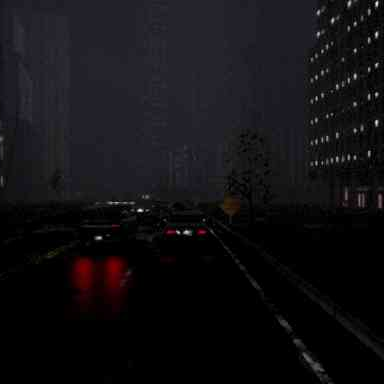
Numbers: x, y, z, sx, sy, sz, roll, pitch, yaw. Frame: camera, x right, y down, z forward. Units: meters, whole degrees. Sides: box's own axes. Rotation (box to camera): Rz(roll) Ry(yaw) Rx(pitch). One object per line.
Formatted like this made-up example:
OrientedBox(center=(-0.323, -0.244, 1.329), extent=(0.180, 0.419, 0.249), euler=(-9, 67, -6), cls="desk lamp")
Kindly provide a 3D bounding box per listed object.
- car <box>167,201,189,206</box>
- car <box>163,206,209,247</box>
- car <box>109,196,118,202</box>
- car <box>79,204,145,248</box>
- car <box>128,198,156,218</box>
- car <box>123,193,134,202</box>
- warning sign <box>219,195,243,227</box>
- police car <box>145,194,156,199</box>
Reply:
OrientedBox(center=(-1.241, 1.529, 30.079), extent=(1.812, 1.442, 4.674), euler=(0, 0, -5), cls="car")
OrientedBox(center=(-0.312, 1.562, 14.910), extent=(2.033, 1.411, 5.357), euler=(0, 0, -2), cls="car")
OrientedBox(center=(-17.457, 1.532, 74.165), extent=(1.994, 1.385, 4.181), euler=(0, 0, -12), cls="car")
OrientedBox(center=(-3.559, 1.495, 14.777), extent=(2.128, 1.511, 4.902), euler=(0, 0, -2), cls="car")
OrientedBox(center=(-4.480, 1.560, 29.815), extent=(2.033, 1.411, 5.357), euler=(0, 0, -5), cls="car")
OrientedBox(center=(-14.275, 1.202, 74.826), extent=(2.150, 2.045, 5.566), euler=(0, 0, -12), cls="car")
OrientedBox(center=(2.308, 1.113, 19.872), extent=(1.300, 1.860, 1.060), euler=(0, 0, -3), cls="warning sign")
OrientedBox(center=(-11.362, 1.406, 95.021), extent=(1.930, 1.638, 5.238), euler=(0, 0, -15), cls="police car")
